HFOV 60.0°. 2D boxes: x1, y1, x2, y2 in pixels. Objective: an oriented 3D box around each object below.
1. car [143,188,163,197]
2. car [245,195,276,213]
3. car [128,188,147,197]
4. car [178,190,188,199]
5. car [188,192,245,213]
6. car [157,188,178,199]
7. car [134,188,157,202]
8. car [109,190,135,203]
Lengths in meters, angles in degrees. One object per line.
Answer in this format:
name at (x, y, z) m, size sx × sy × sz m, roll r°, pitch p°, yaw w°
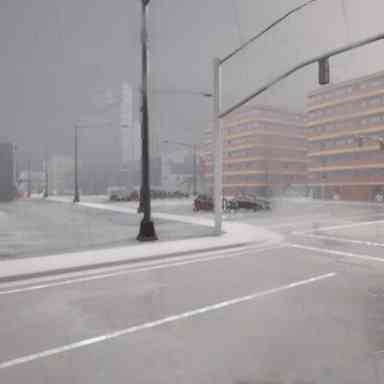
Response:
car at (-8.133, 0.011, 69.018) m, size 2.097 × 1.767 × 4.553 m, roll -1°, pitch 1°, yaw -34°
car at (5.433, 1.035, 30.416) m, size 2.128 × 1.511 × 4.902 m, roll -1°, pitch 1°, yaw -34°
car at (-11.021, 0.139, 67.044) m, size 2.097 × 1.767 × 4.553 m, roll -1°, pitch 1°, yaw -34°
car at (-2.259, 0.406, 60.436) m, size 1.837 × 1.490 × 4.892 m, roll -1°, pitch 2°, yaw -34°
car at (2.043, 0.937, 29.168) m, size 2.097 × 1.767 × 4.553 m, roll -1°, pitch 1°, yaw -34°
car at (-5.148, 0.442, 58.461) m, size 2.128 × 1.511 × 4.902 m, roll -1°, pitch 2°, yaw -34°
car at (-7.593, 0.510, 49.493) m, size 2.097 × 1.767 × 4.553 m, roll -1°, pitch 2°, yaw -34°
car at (-10.195, 0.780, 47.099) m, size 1.994 × 1.385 × 4.181 m, roll -1°, pitch 2°, yaw -34°
